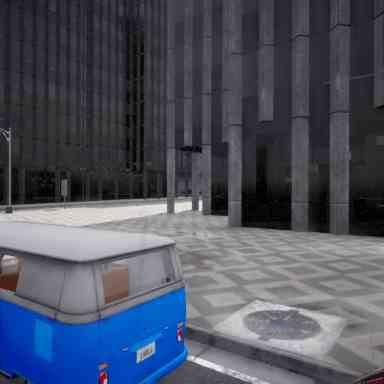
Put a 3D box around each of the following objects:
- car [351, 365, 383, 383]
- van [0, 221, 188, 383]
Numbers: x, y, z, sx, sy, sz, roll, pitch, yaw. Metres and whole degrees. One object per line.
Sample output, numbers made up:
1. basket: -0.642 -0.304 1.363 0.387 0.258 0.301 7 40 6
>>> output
1. car: 2.543 1.440 1.153 4.097 1.590 1.967 0 0 35
2. van: -1.957 1.341 4.357 3.998 1.788 1.690 0 0 35
